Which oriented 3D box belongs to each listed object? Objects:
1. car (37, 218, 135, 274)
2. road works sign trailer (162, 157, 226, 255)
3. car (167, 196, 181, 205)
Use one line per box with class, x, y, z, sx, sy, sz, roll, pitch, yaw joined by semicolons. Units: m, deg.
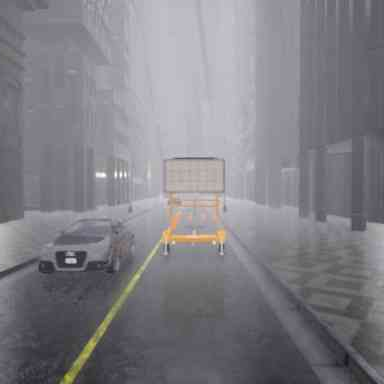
car;-3.036;1.537;10.360;1.994;1.385;4.181;0;0;0
road works sign trailer;0.092;0.430;13.189;2.380;3.560;2.880;0;0;1
car;-2.743;1.391;52.358;1.994;1.385;4.181;0;0;1
